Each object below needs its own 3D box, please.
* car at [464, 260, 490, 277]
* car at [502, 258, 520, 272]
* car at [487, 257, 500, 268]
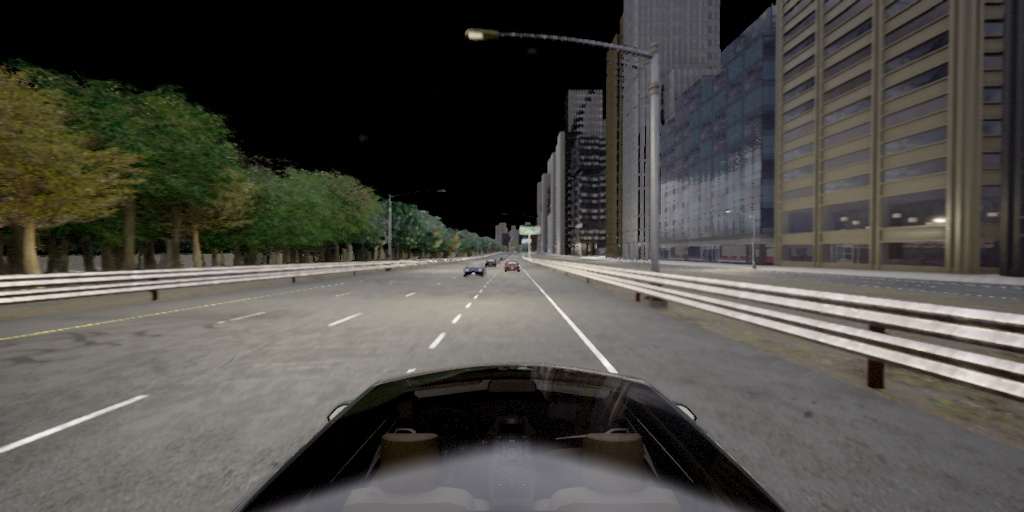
[{"bbox_3d":[-3.542,1.357,35.222,1.895,1.301,4.718,0,0,0],"label":"car"},{"bbox_3d":[0.018,1.284,46.869,1.812,1.442,4.674,0,0,0],"label":"car"},{"bbox_3d":[-3.668,1.241,63.706,1.882,1.535,5.008,0,0,0],"label":"car"}]
